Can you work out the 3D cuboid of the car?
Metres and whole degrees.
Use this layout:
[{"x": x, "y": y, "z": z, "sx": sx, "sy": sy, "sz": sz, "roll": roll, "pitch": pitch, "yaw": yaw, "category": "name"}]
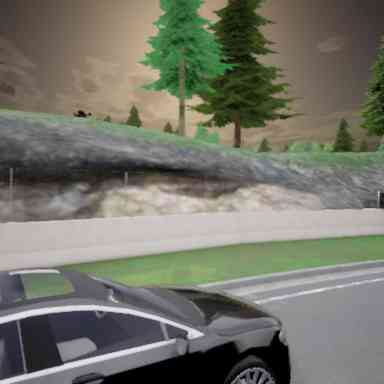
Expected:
[{"x": -1.199, "y": 1.461, "z": 2.859, "sx": 4.902, "sy": 1.511, "sz": 2.128, "roll": 0, "pitch": 0, "yaw": -34, "category": "car"}]
